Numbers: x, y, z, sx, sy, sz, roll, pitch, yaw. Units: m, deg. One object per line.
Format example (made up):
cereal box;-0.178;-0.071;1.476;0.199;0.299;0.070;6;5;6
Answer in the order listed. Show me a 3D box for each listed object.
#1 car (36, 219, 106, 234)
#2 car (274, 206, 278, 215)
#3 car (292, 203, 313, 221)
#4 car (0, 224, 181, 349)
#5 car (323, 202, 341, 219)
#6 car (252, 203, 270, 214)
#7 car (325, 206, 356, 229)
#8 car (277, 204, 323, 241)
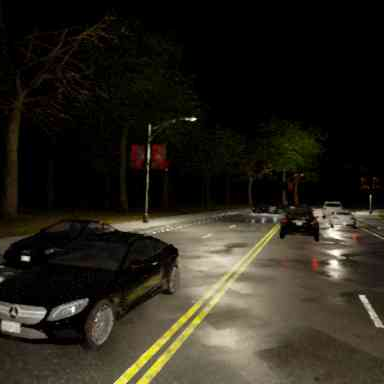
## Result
car;-3.730;1.592;10.602;1.994;1.385;4.181;1;-1;19
car;12.921;2.462;47.340;1.812;1.442;4.674;1;-1;25
car;12.326;2.145;36.940;2.097;1.767;4.553;1;-1;21
car;-1.643;1.561;6.592;1.812;1.442;4.674;1;-1;18
car;16.786;2.164;39.655;2.150;2.045;5.566;1;0;23
car;10.268;2.421;49.367;1.812;1.442;4.674;1;-1;25
car;12.393;2.206;27.555;1.812;1.442;4.674;1;-1;19
car;6.451;1.772;19.925;2.097;1.767;4.553;1;-1;18
